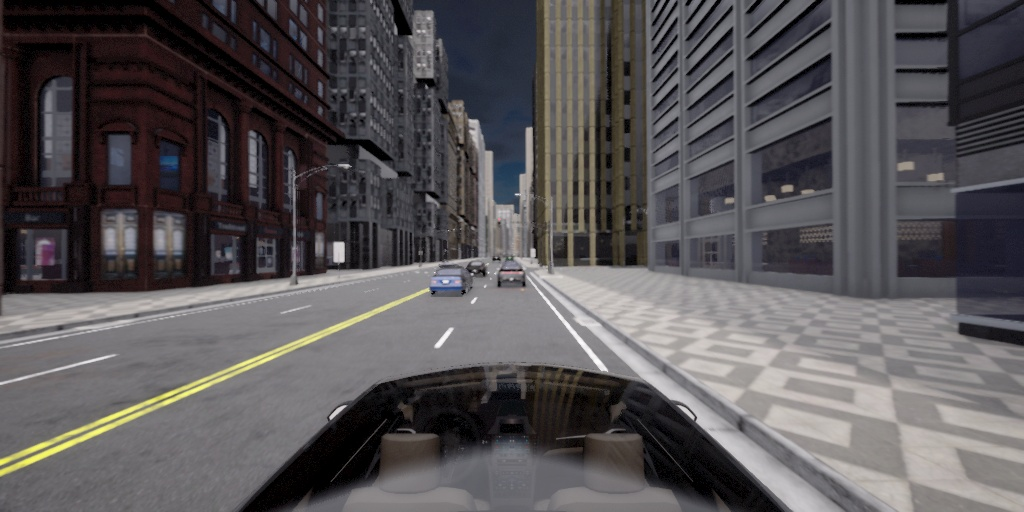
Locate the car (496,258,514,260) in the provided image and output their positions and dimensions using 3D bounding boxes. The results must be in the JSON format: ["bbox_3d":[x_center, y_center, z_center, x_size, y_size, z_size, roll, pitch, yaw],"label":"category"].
[{"bbox_3d":[-0.184,1.185,33.675,2.128,1.511,4.902,0,0,0],"label":"car"}]

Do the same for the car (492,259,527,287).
[{"bbox_3d":[-0.027,1.212,24.246,2.128,1.511,4.902,0,0,0],"label":"car"}]

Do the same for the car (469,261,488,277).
[{"bbox_3d":[-3.337,1.184,34.407,1.882,1.535,5.008,0,0,-1],"label":"car"}]

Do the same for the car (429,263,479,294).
[{"bbox_3d":[-3.251,1.292,20.013,2.033,1.411,5.357,0,0,0],"label":"car"}]
